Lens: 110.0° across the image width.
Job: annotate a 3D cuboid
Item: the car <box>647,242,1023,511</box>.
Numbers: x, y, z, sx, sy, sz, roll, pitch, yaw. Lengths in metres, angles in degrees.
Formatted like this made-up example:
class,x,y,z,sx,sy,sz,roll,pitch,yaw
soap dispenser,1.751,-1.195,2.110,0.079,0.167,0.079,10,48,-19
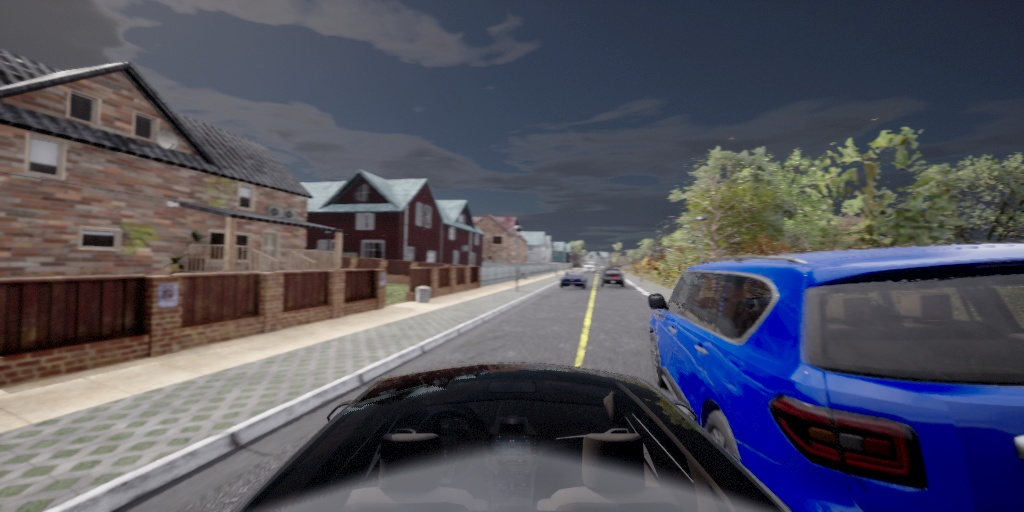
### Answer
class,x,y,z,sx,sy,sz,roll,pitch,yaw
car,2.890,0.992,3.875,2.150,2.045,5.566,-4,-2,14

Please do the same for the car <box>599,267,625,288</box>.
class,x,y,z,sx,sy,sz,roll,pitch,yaw
car,8.560,1.833,30.678,1.837,1.490,4.892,1,0,14

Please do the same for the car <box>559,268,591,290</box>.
class,x,y,z,sx,sy,sz,roll,pitch,yaw
car,4.723,1.797,27.246,1.895,1.301,4.718,1,-1,14
